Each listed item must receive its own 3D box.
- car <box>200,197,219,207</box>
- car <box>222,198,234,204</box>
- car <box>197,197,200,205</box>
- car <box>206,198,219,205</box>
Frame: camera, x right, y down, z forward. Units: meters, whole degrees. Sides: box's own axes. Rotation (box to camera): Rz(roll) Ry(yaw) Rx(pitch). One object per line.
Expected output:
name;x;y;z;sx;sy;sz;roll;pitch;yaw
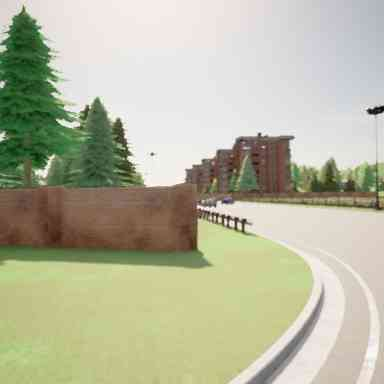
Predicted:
car;3.240;2.035;61.157;1.994;1.385;4.181;-1;-1;-9
car;8.065;1.999;75.013;1.882;1.535;5.008;-1;0;-9
car;1.091;2.092;74.292;1.882;1.535;5.008;-1;0;-9
car;4.548;2.094;74.835;1.812;1.442;4.674;-1;0;-9
